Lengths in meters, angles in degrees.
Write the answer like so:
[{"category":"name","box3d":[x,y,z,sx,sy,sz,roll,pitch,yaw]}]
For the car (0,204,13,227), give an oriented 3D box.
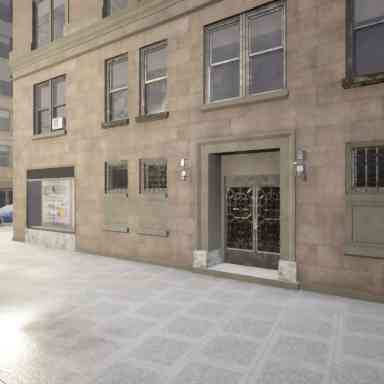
[{"category":"car","box3d":[-11.884,1.512,23.025,2.033,1.411,5.357,0,0,39]}]
